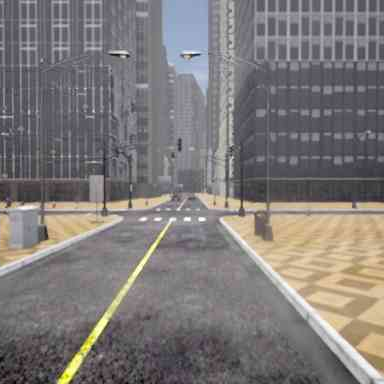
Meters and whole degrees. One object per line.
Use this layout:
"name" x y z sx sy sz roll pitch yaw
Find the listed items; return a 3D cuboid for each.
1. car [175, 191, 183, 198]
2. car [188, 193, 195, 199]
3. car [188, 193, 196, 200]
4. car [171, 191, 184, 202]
"car" -3.041 0.619 80.050 1.837 1.490 4.892 0 0 0
"car" -0.044 0.983 85.873 1.812 1.442 4.674 0 0 0
"car" -0.038 1.066 75.456 2.033 1.411 5.357 0 0 0
"car" -3.054 1.092 64.460 1.837 1.490 4.892 0 1 0
